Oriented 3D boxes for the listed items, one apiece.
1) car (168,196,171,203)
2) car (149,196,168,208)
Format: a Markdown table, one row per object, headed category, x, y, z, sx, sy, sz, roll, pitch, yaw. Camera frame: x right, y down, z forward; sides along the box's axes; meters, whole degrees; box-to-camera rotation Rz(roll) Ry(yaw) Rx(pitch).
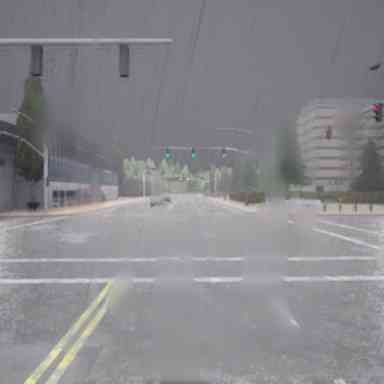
| category | x | y | z | sx | sy | sz | roll | pitch | yaw |
| --- | --- | --- | --- | --- | --- | --- | --- | --- | --- |
| car | -4.974 | 1.367 | 62.526 | 1.895 | 1.301 | 4.718 | 0 | 0 | -1 |
| car | -4.679 | 1.355 | 45.738 | 1.812 | 1.442 | 4.674 | 0 | 0 | -1 |
